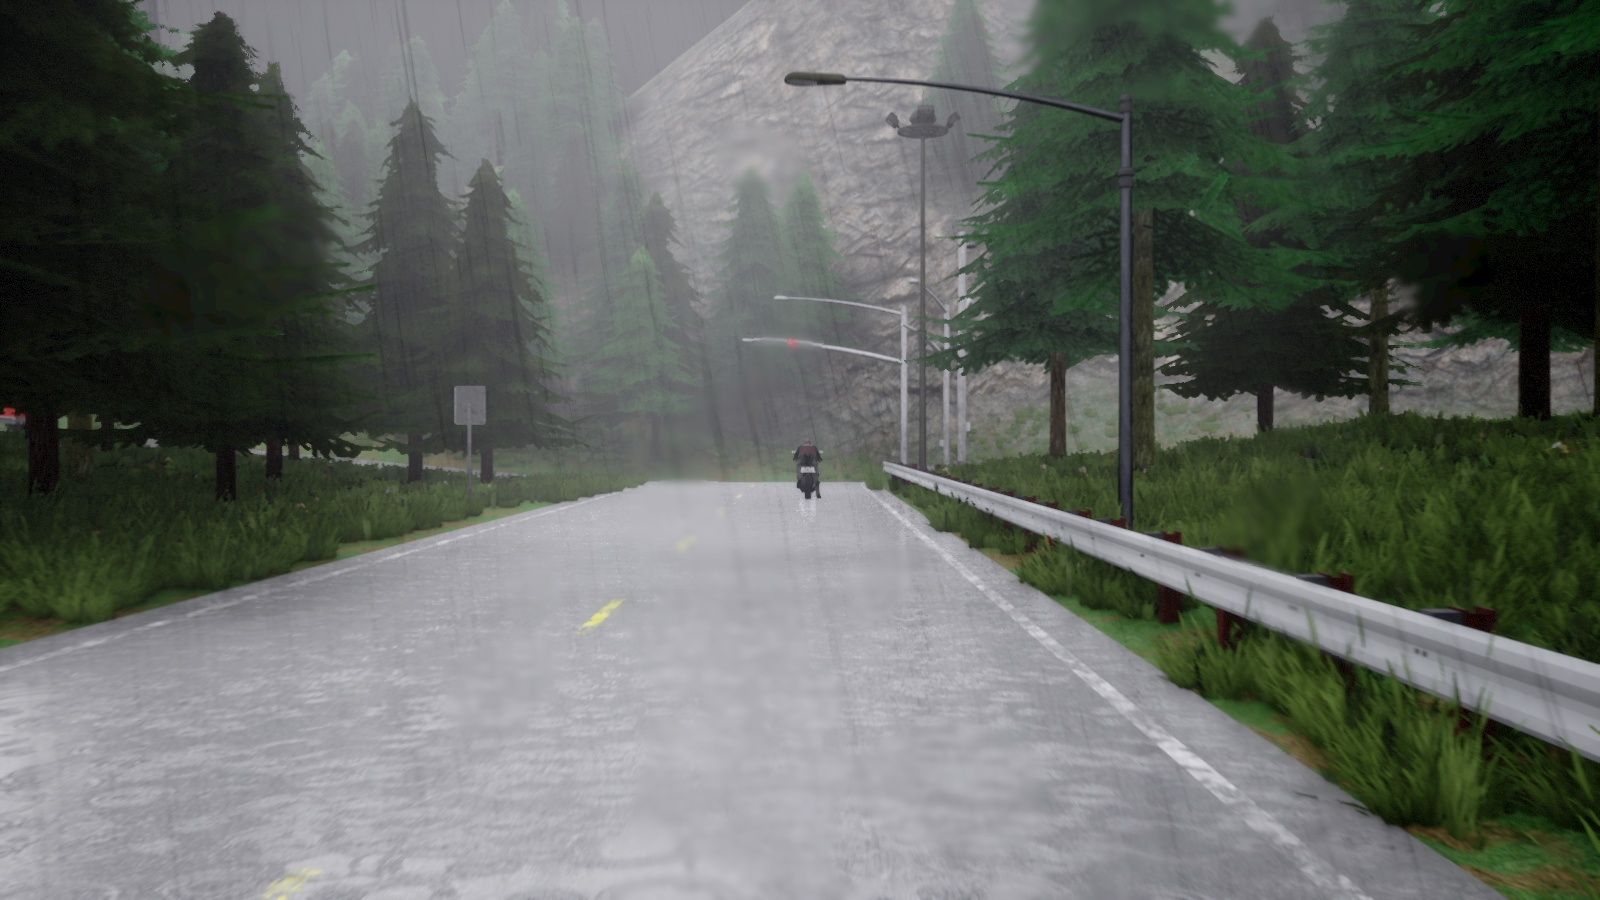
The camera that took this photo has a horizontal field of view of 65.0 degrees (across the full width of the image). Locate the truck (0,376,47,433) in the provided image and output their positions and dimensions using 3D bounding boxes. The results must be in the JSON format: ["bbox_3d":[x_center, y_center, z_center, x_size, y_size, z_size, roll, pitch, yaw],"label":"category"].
[{"bbox_3d":[-37.995,-2.243,57.556,5.204,2.467,2.627,5,0,0],"label":"truck"}]

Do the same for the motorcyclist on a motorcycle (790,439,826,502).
[{"bbox_3d":[0.194,0.490,31.688,0.866,1.530,2.191,0,1,0],"label":"motorcyclist on a motorcycle"}]
